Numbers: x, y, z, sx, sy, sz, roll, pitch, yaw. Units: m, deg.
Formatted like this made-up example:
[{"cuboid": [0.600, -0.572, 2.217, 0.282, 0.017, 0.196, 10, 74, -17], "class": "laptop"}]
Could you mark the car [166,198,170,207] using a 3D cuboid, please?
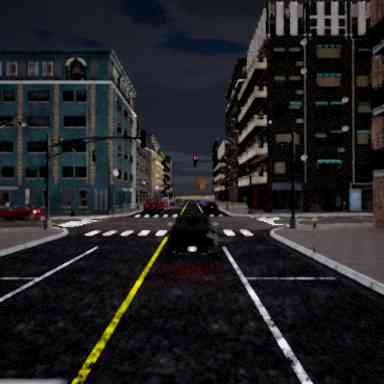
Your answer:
[{"cuboid": [-5.273, 2.169, 61.265, 1.887, 1.381, 4.507, 0, -1, 0], "class": "car"}]

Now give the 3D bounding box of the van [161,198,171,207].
[{"cuboid": [-5.270, 2.020, 66.819, 1.690, 1.788, 3.998, 0, -1, 0], "class": "van"}]

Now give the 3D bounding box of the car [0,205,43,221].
[{"cuboid": [-16.894, 1.977, 32.457, 4.097, 1.590, 1.967, -1, 0, 0], "class": "car"}]

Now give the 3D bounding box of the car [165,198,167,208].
[{"cuboid": [-5.281, 2.060, 50.162, 1.887, 1.381, 4.507, 0, -1, 0], "class": "car"}]

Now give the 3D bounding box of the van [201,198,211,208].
[{"cuboid": [2.607, 1.965, 61.263, 1.690, 1.788, 3.998, 0, -1, 0], "class": "van"}]

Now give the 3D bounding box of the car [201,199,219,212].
[{"cuboid": [2.596, 2.026, 44.605, 1.947, 1.339, 4.313, 0, -1, 0], "class": "car"}]

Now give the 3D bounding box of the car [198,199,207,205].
[{"cuboid": [2.621, 2.391, 83.468, 2.008, 1.369, 4.403, 0, -1, 0], "class": "car"}]

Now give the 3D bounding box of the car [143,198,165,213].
[{"cuboid": [-5.284, 1.775, 44.612, 2.192, 1.841, 5.009, 0, -1, 0], "class": "car"}]

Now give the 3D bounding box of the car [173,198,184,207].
[{"cuboid": [-2.710, 2.042, 67.725, 2.097, 1.767, 4.553, 0, -1, 0], "class": "car"}]

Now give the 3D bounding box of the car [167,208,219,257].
[{"cuboid": [0.032, 1.649, 13.495, 1.837, 1.490, 4.892, 0, 0, 1], "class": "car"}]

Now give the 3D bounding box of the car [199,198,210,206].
[{"cuboid": [2.603, 2.152, 55.708, 1.802, 1.307, 4.206, 0, -1, 0], "class": "car"}]
